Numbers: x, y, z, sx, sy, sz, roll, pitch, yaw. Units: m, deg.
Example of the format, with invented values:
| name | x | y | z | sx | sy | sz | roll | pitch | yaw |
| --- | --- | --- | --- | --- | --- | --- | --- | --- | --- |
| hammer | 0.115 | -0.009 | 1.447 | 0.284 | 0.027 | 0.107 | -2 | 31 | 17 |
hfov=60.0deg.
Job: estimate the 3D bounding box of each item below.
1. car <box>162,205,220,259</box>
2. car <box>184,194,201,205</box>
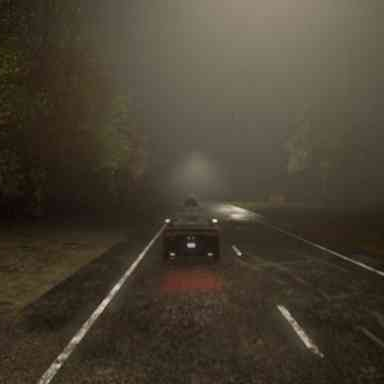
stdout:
| name | x | y | z | sx | sy | sz | roll | pitch | yaw |
| --- | --- | --- | --- | --- | --- | --- | --- | --- | --- |
| car | -0.029 | 1.482 | 12.649 | 1.882 | 1.535 | 5.008 | 0 | 0 | 0 |
| car | -0.131 | 1.491 | 51.698 | 2.128 | 1.511 | 4.902 | 0 | 0 | 0 |
